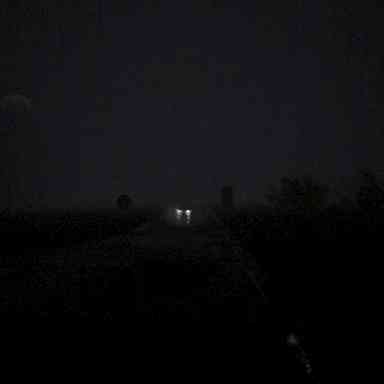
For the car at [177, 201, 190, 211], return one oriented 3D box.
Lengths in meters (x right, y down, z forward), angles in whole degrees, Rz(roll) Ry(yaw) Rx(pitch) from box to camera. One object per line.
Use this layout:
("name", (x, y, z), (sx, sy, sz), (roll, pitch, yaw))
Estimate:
("car", (-1.341, 2.265, 54.285), (1.812, 1.442, 4.674), (0, -1, 1))
